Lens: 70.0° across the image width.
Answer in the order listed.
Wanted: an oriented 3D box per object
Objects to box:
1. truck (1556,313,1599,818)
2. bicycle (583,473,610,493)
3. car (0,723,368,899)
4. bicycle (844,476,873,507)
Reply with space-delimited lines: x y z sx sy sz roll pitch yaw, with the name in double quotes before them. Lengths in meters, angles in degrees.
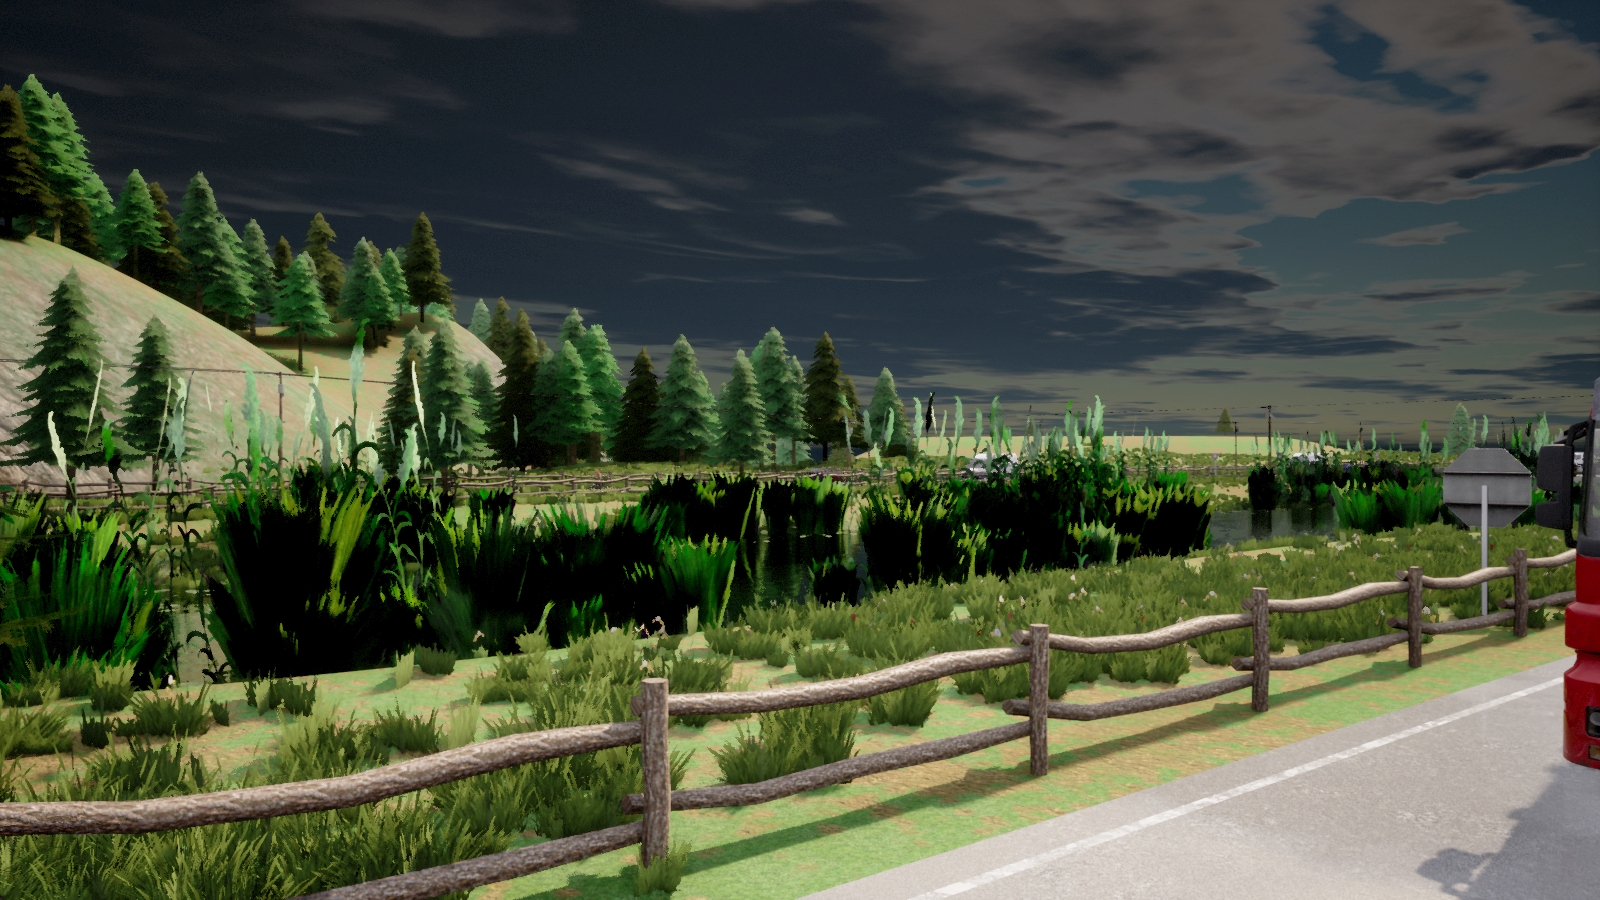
"truck" 9.780 0.861 11.013 2.891 3.827 8.468 0 1 42
"bicycle" -13.369 2.158 75.020 1.487 1.276 0.859 0 0 -43
"car" -3.287 1.830 1.645 4.605 1.855 1.932 0 0 -39
"bicycle" 2.887 2.029 56.095 1.643 1.496 0.373 0 0 -42
